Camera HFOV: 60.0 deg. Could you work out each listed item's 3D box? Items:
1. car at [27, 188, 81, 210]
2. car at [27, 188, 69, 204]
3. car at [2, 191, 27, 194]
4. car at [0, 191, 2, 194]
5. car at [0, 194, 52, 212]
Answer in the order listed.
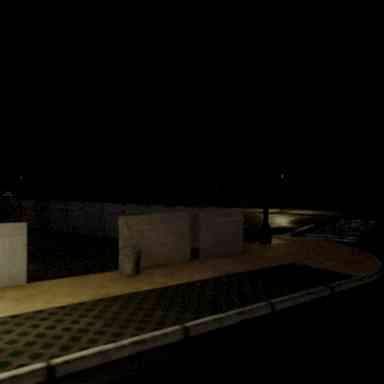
[{"bbox_3d":[-13.655,0.706,33.465,5.566,2.045,2.150,1,1,31],"label":"car"},{"bbox_3d":[-19.214,0.501,44.287,5.566,2.045,2.150,1,1,30],"label":"car"},{"bbox_3d":[-21.040,0.642,41.589,4.553,1.767,2.097,1,1,30],"label":"car"},{"bbox_3d":[-28.416,0.593,49.263,4.902,1.511,2.128,1,1,28],"label":"car"},{"bbox_3d":[-15.589,1.094,30.839,4.718,1.301,1.895,1,1,30],"label":"car"}]
